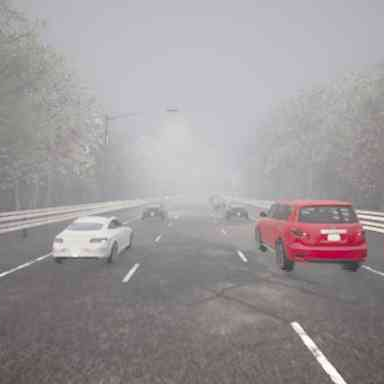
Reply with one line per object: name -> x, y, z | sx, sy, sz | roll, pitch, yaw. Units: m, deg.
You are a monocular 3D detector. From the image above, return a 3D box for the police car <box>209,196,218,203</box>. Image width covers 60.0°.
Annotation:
police car -> 5.010, 1.764, 78.734 | 2.038, 1.542, 4.974 | 0, 0, 2

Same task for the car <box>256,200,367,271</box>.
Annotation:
car -> 3.642, 1.263, 11.181 | 2.150, 2.045, 5.566 | 0, 0, 0

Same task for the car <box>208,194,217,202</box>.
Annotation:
car -> 5.451, 1.511, 89.711 | 2.150, 2.045, 5.566 | 0, 0, 2

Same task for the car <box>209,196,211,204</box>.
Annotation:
car -> 4.299, 1.794, 56.865 | 1.895, 1.301, 4.718 | 0, 0, 2

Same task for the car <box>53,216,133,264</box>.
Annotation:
car -> -3.352, 1.568, 11.894 | 1.812, 1.442, 4.674 | 0, 0, 0

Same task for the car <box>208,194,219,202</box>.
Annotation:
car -> 4.627, 1.448, 67.817 | 2.150, 2.045, 5.566 | 0, 0, 2

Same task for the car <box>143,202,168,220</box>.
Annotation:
car -> -3.186, 1.627, 29.241 | 1.812, 1.442, 4.674 | 0, 0, 1

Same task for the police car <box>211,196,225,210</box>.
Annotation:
police car -> 4.026, 1.663, 45.884 | 2.038, 1.542, 4.974 | 0, 0, 1

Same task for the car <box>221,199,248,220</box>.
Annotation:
car -> 3.830, 1.629, 29.344 | 1.812, 1.442, 4.674 | 0, 0, 1
